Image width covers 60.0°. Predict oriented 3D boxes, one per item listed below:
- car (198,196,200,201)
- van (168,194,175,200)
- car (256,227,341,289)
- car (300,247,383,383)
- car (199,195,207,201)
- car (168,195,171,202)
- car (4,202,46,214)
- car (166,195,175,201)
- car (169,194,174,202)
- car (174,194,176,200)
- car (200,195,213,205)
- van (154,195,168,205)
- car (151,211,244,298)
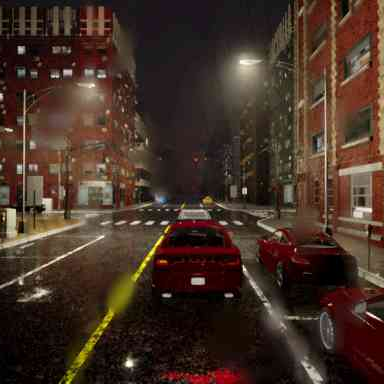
[{"bbox_3d":[2.769,1.572,80.732,1.887,1.381,4.507,1,0,0],"label":"car"},{"bbox_3d":[-5.599,1.375,92.082,1.690,1.788,3.998,1,0,0],"label":"van"},{"bbox_3d":[2.845,1.584,8.869,1.802,1.307,4.206,1,0,0],"label":"car"},{"bbox_3d":[2.670,1.583,3.213,1.802,1.307,4.206,1,0,0],"label":"car"},{"bbox_3d":[2.773,1.597,86.383,1.947,1.339,4.313,1,0,0],"label":"car"},{"bbox_3d":[-5.626,1.602,63.820,1.802,1.307,4.206,1,0,0],"label":"car"},{"bbox_3d":[-18.680,1.730,37.269,4.313,1.339,1.947,0,-1,0],"label":"car"},{"bbox_3d":[-5.607,1.582,86.429,2.008,1.369,4.403,1,0,0],"label":"car"},{"bbox_3d":[-5.617,1.607,75.125,1.802,1.307,4.206,1,0,0],"label":"car"},{"bbox_3d":[-5.611,1.553,80.607,1.752,1.417,4.829,1,0,0],"label":"car"},{"bbox_3d":[2.750,1.543,58.292,1.752,1.417,4.829,1,0,0],"label":"car"},{"bbox_3d":[-5.627,1.359,58.168,1.690,1.788,3.998,1,0,0],"label":"van"},{"bbox_3d":[0.105,1.480,8.549,1.882,1.535,5.008,0,0,0],"label":"car"}]
